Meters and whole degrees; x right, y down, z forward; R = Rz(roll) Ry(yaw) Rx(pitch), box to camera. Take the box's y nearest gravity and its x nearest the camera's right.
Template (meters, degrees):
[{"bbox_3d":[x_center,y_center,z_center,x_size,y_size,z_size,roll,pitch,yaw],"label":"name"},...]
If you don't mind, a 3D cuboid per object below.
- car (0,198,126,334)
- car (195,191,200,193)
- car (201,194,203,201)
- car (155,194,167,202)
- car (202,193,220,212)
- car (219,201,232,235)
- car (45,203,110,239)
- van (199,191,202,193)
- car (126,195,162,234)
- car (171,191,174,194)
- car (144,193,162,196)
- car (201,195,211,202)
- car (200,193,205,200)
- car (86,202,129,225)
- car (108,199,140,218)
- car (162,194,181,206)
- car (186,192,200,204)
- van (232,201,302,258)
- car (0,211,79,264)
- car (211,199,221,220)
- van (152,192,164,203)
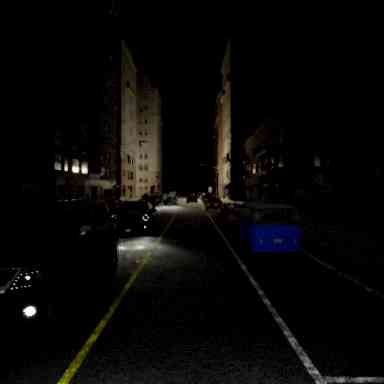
[{"bbox_3d":[-3.094,1.182,7.035,2.150,2.045,5.566,0,0,0],"label":"car"},{"bbox_3d":[0.011,1.110,68.357,1.994,1.385,4.181,0,0,0],"label":"car"},{"bbox_3d":[2.674,1.278,46.182,1.947,1.339,4.313,0,0,0],"label":"car"},{"bbox_3d":[-5.849,1.128,63.005,1.752,1.417,4.829,0,0,0],"label":"car"},{"bbox_3d":[2.355,1.237,35.673,1.801,1.575,5.366,0,0,0],"label":"car"},{"bbox_3d":[2.670,1.416,18.005,1.752,1.417,4.829,0,0,0],"label":"car"},{"bbox_3d":[-5.856,1.418,17.659,1.752,1.417,4.829,0,0,0],"label":"car"},{"bbox_3d":[2.677,0.901,68.857,1.690,1.788,3.998,0,0,0],"label":"van"},{"bbox_3d":[-3.051,1.240,18.252,2.097,1.767,4.553,0,0,0],"label":"car"},{"bbox_3d":[-5.847,1.069,74.511,2.008,1.369,4.403,0,0,0],"label":"car"},{"bbox_3d":[-5.852,1.028,46.169,2.192,1.841,5.009,0,0,0],"label":"car"},{"bbox_3d":[2.677,1.183,63.189,1.802,1.307,4.206,0,0,0],"label":"car"},{"bbox_3d":[2.674,1.242,51.851,1.947,1.339,4.313,0,0,0],"label":"car"},{"bbox_3d":[-5.855,1.423,23.498,1.947,1.339,4.313,0,0,0],"label":"car"},{"bbox_3d":[-5.854,1.366,29.165,1.887,1.381,4.507,0,0,0],"label":"car"},{"bbox_3d":[-3.074,1.302,47.884,1.895,1.301,4.718,0,0,0],"label":"car"},{"bbox_3d":[0.026,1.179,55.589,1.812,1.442,4.674,0,0,0],"label":"car"},{"bbox_3d":[2.669,1.268,12.165,1.690,1.788,3.998,0,0,0],"label":"van"},{"bbox_3d":[-5.857,1.492,12.162,1.947,1.339,4.313,0,0,0],"label":"car"},{"bbox_3d":[2.671,1.407,23.505,2.008,1.369,4.403,0,0,0],"label":"car"},{"bbox_3d":[-5.851,0.981,57.505,1.690,1.788,3.998,0,0,0],"label":"van"}]
